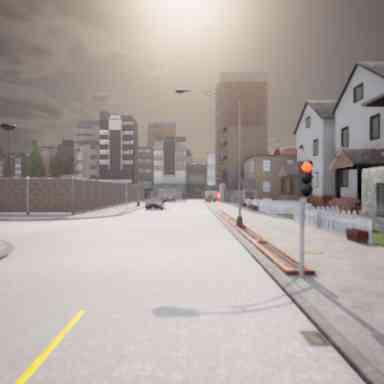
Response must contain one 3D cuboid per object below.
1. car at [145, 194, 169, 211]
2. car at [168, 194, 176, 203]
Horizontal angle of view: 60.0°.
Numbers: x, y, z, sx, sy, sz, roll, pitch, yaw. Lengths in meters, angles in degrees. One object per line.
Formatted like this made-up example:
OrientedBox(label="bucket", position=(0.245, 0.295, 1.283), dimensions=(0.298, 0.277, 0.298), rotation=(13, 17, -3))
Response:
OrientedBox(label="car", position=(-4.078, 1.299, 37.514), dimensions=(2.033, 1.411, 5.357), rotation=(0, 0, 0))
OrientedBox(label="car", position=(-3.997, 1.110, 60.178), dimensions=(1.837, 1.490, 4.892), rotation=(0, 0, 0))
